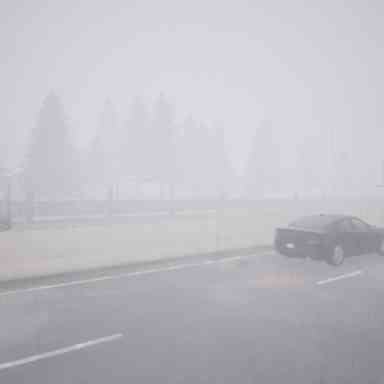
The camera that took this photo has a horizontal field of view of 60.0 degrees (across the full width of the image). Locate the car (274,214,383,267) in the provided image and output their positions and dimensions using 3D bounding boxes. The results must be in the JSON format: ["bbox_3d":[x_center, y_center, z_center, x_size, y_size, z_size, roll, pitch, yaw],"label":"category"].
[{"bbox_3d":[5.018,1.500,11.622,5.008,1.535,1.882,0,0,-35],"label":"car"}]
